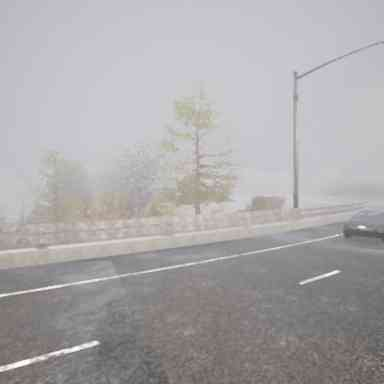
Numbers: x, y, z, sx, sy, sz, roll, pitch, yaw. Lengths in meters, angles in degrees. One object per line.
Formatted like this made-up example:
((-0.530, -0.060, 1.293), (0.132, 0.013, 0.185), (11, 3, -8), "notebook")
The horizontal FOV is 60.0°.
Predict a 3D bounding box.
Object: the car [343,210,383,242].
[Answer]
((9.312, 1.595, 16.797), (4.181, 1.385, 1.994), (0, 0, -44), "car")
